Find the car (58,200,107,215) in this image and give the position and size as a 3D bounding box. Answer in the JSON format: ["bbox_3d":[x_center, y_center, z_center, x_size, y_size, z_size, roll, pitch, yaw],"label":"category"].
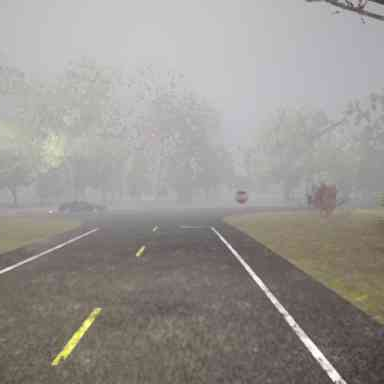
[{"bbox_3d":[-11.545,1.583,35.159,4.892,1.490,1.837,-1,1,-12],"label":"car"}]
